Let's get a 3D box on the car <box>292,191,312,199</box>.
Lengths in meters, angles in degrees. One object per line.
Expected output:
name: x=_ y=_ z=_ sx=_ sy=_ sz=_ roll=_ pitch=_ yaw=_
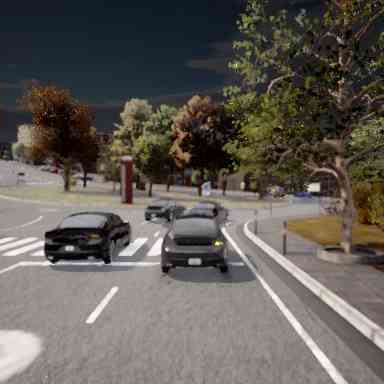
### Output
car: x=20.540 y=0.466 z=62.163 sx=1.812 sy=1.442 sz=4.674 roll=0 pitch=2 yaw=-15

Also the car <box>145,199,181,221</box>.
car: x=-1.816 y=1.282 z=24.418 sx=1.837 sy=1.490 sz=4.892 roll=1 pitch=1 yaw=18

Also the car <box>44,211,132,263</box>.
car: x=-3.417 y=1.410 z=11.797 sx=1.882 sy=1.535 sz=5.008 roll=0 pitch=0 yaw=0

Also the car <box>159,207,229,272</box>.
car: x=0.074 y=1.448 z=10.634 sx=1.837 sy=1.490 sz=4.892 roll=0 pitch=1 yaw=0

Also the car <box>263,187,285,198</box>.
car: x=15.925 y=0.032 z=65.860 sx=2.150 sy=2.045 sz=5.566 roll=-1 pitch=2 yaw=-24

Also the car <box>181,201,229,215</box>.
car: x=1.241 y=1.352 z=22.778 sx=2.033 sy=1.411 sz=5.357 roll=1 pitch=1 yaw=16
